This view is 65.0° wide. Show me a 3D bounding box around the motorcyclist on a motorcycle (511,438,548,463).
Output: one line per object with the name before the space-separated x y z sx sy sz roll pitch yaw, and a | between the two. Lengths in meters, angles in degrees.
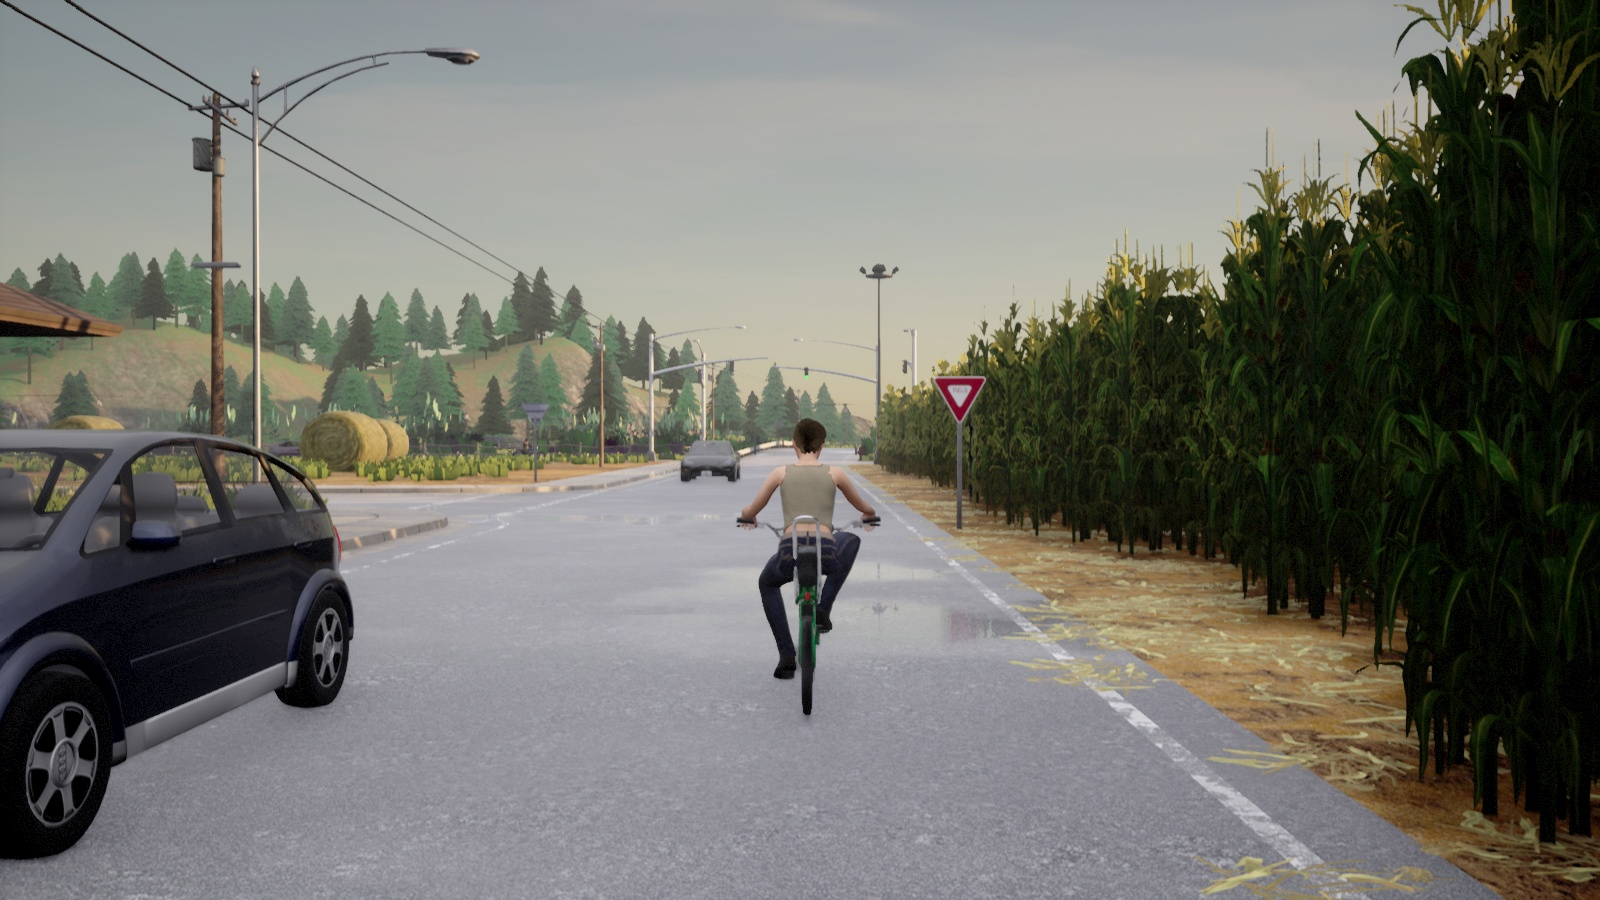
motorcyclist on a motorcycle | -18.247 0.015 84.706 2.350 1.649 0.766 0 0 3

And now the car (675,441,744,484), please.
car | -3.235 0.400 45.960 2.163 1.488 4.792 0 0 0

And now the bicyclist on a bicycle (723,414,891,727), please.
bicyclist on a bicycle | 0.048 0.630 7.243 0.866 1.612 1.509 0 -1 1

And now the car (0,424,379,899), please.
car | -3.454 0.679 5.769 1.789 1.549 3.705 0 0 0

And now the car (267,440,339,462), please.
car | -33.851 0.059 85.599 4.193 1.474 1.816 0 0 3
